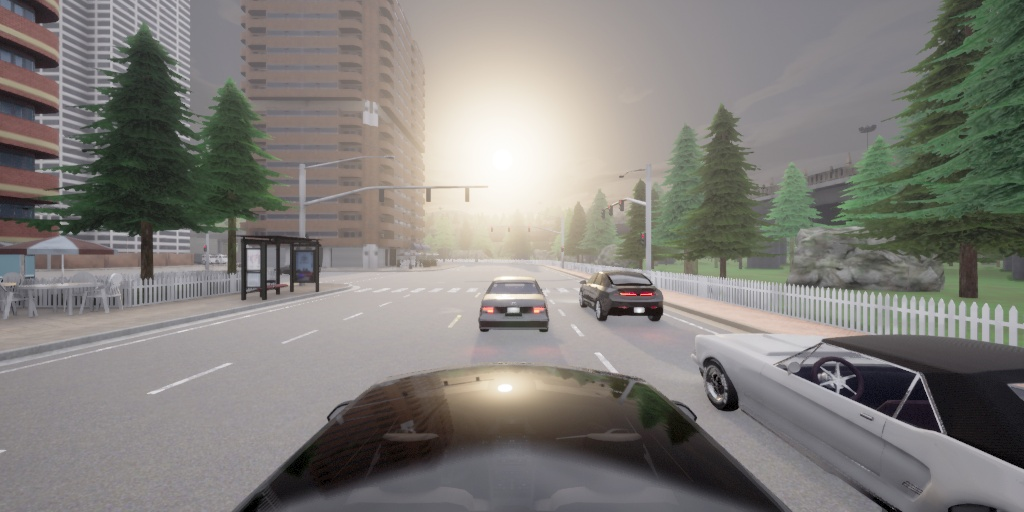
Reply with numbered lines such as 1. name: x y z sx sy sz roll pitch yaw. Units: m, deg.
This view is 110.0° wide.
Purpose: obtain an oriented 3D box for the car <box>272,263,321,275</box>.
1. car: -22.705 1.331 37.782 4.674 1.442 1.812 0 0 0

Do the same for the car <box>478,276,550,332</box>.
1. car: 0.077 1.297 10.807 2.033 1.411 5.357 0 0 1

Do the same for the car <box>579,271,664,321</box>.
1. car: 3.564 1.255 12.396 1.837 1.490 4.892 0 0 1

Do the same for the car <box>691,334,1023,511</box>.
1. car: 3.514 1.351 3.133 1.895 1.301 4.718 0 0 1
